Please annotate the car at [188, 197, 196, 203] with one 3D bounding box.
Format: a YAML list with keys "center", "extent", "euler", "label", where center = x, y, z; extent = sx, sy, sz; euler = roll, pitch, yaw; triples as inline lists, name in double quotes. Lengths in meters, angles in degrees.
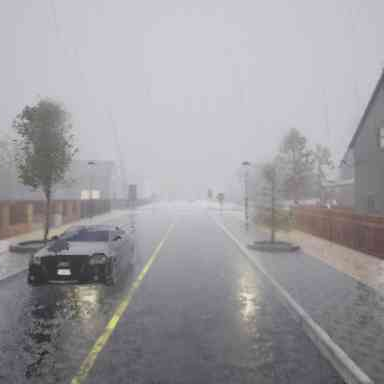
- center: [0.022, 2.094, 85.116]
  extent: [2.128, 1.511, 4.902]
  euler: [0, -1, 0]
  label: "car"

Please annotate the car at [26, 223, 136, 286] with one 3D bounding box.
- center: [-2.846, 1.606, 9.385]
  extent: [1.994, 1.385, 4.181]
  euler: [0, 0, 0]
  label: "car"
